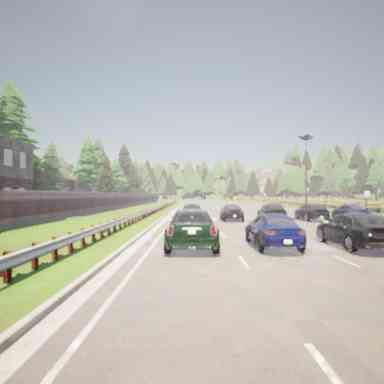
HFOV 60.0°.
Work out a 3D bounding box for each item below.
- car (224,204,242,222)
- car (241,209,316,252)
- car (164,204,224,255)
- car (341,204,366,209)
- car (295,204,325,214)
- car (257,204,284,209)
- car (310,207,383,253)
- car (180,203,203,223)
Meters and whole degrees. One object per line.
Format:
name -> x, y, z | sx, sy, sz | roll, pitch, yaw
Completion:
car -> 3.496, 1.803, 29.383 | 1.812, 1.442, 4.674 | 0, 0, 0
car -> 3.500, 1.662, 14.384 | 1.812, 1.442, 4.674 | 0, 0, 0
car -> -0.002, 1.484, 14.088 | 2.097, 1.767, 4.553 | 0, -1, 0
car -> 13.996, 1.803, 29.377 | 1.812, 1.442, 4.674 | 0, 0, 0
car -> 10.495, 1.785, 29.313 | 1.837, 1.490, 4.892 | 0, 0, 0
car -> 6.995, 1.785, 29.312 | 1.837, 1.490, 4.892 | 0, 0, 0
car -> 6.999, 1.643, 14.298 | 1.837, 1.490, 4.892 | 0, 0, 0
car -> -0.005, 1.784, 29.294 | 1.837, 1.490, 4.892 | 0, 0, 0
